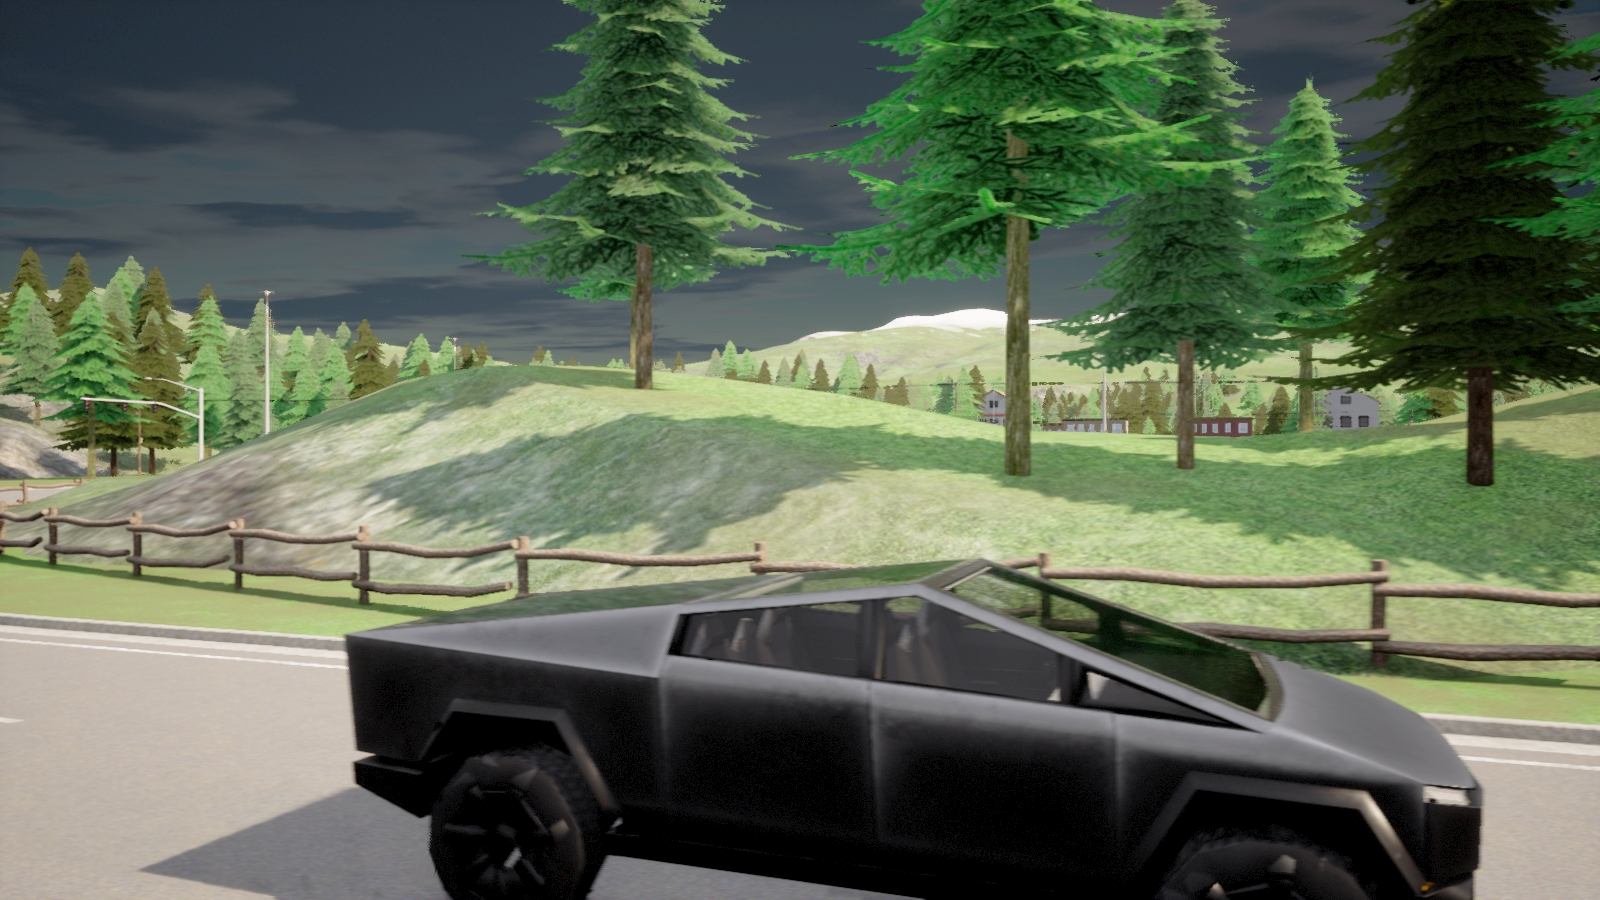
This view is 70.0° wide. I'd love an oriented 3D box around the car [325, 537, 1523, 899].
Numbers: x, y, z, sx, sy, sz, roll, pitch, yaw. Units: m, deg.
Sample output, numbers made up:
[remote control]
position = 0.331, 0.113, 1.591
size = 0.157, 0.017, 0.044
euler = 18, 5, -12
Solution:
[car]
position = 0.475, 1.752, 6.949
size = 6.274, 2.098, 2.390
euler = 0, 0, 21
